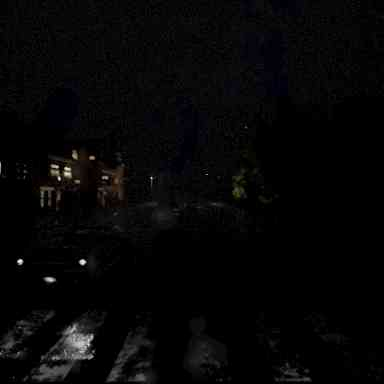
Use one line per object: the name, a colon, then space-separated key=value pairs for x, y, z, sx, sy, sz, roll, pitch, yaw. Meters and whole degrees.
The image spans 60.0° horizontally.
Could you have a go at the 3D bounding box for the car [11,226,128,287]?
car: x=-3.246 y=1.725 z=9.823 sx=1.895 sy=1.301 sz=4.718 roll=0 pitch=-1 yaw=0

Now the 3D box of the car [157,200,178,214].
car: x=-3.316 y=2.076 z=42.638 sx=2.033 sy=1.411 sz=5.357 roll=0 pitch=0 yaw=0

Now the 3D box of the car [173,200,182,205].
car: x=-3.421 y=2.517 z=80.020 sx=1.895 sy=1.301 sz=4.718 roll=0 pitch=-1 yaw=0

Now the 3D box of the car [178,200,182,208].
car: x=-3.373 y=2.277 z=63.017 sx=1.837 sy=1.490 sz=4.892 roll=0 pitch=1 yaw=0
